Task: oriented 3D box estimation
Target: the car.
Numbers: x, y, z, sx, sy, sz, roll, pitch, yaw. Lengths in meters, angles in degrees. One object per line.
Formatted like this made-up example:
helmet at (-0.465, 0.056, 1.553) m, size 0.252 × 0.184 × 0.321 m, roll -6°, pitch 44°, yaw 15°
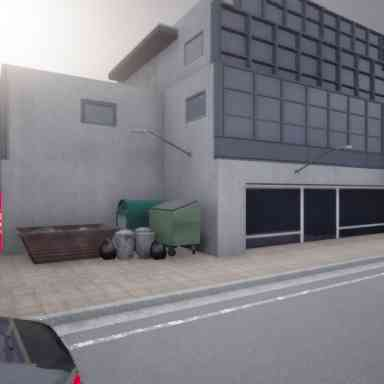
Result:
car at (-2.805, 1.563, 1.918) m, size 4.181 × 1.385 × 1.994 m, roll 0°, pitch 0°, yaw -35°
